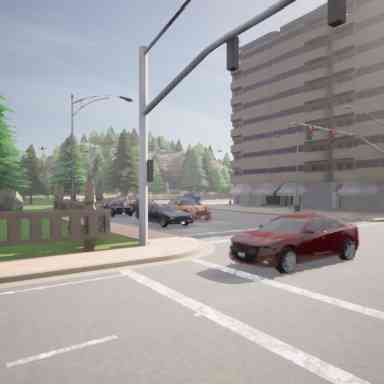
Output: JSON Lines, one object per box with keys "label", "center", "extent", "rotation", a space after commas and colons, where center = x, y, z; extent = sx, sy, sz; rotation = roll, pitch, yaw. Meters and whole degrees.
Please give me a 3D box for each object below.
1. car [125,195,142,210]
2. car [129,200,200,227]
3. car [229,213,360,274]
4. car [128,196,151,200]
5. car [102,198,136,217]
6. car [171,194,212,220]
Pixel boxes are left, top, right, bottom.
{"label": "car", "center": [-7.609, 1.297, 43.701], "extent": [2.097, 1.767, 4.553], "rotation": [0, 0, -8]}
{"label": "car", "center": [-2.023, 1.492, 22.453], "extent": [2.033, 1.411, 5.357], "rotation": [0, 0, -34]}
{"label": "car", "center": [3.415, 1.468, 10.735], "extent": [5.008, 1.535, 1.882], "rotation": [0, 0, -36]}
{"label": "car", "center": [-4.855, 1.422, 34.380], "extent": [1.882, 1.535, 5.008], "rotation": [0, 0, -22]}
{"label": "car", "center": [-6.910, 1.545, 30.707], "extent": [1.895, 1.301, 4.718], "rotation": [0, 0, -27]}
{"label": "car", "center": [-0.378, 1.297, 26.457], "extent": [2.097, 1.767, 4.553], "rotation": [0, 0, -32]}
